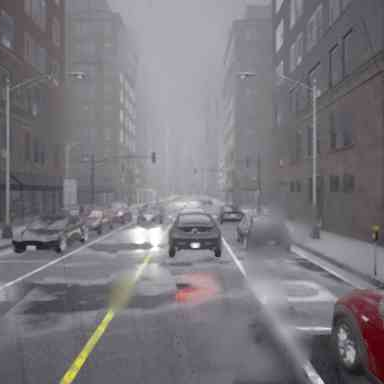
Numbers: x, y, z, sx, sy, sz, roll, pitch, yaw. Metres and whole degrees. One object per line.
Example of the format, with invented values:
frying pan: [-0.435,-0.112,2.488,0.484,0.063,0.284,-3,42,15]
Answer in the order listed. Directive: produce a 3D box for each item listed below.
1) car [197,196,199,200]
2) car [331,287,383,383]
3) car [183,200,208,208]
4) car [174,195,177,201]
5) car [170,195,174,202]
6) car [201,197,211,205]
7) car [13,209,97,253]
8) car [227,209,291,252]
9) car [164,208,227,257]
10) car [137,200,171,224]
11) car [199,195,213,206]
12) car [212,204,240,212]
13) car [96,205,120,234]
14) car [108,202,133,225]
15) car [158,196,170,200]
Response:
car: [2.803,1.884,72.860,2.008,1.369,4.403,0,0,0]
car: [2.854,1.452,2.948,1.967,1.590,4.097,0,0,0]
car: [0.047,1.625,25.762,1.812,1.442,4.674,0,0,-1]
car: [-5.717,1.964,88.915,1.752,1.417,4.829,0,0,0]
car: [-5.722,1.884,72.860,2.008,1.369,4.403,0,0,0]
car: [2.801,1.828,67.622,1.752,1.417,4.829,0,0,0]
car: [-5.688,1.619,13.938,1.947,1.339,4.313,0,0,0]
car: [2.837,1.604,13.950,2.008,1.369,4.403,0,0,0]
car: [0.087,1.549,13.111,1.837,1.490,4.892,0,-2,-1]
car: [-3.035,1.620,25.718,2.128,1.511,4.902,0,0,0]
car: [2.799,1.712,62.043,1.967,1.590,4.097,0,0,0]
car: [2.821,1.662,24.953,1.947,1.339,4.313,0,0,0]
car: [-5.696,1.656,19.439,1.802,1.307,4.206,0,0,0]
car: [-5.705,1.535,24.941,1.967,1.590,4.097,0,0,0]
car: [-5.726,1.854,62.043,1.802,1.307,4.206,0,0,0]
